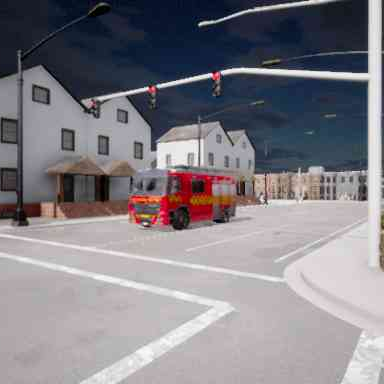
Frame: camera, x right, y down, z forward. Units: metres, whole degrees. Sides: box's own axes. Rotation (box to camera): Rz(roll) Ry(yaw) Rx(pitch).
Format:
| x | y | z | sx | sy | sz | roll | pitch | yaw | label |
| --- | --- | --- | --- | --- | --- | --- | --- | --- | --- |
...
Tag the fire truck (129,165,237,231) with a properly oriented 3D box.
| x | y | z | sx | sy | sz | roll | pitch | yaw | label |
| --- | --- | --- | --- | --- | --- | --- | --- | --- | --- |
| -0.201 | 0.312 | 21.894 | 2.891 | 3.827 | 8.468 | 0 | 0 | 35 | fire truck |
